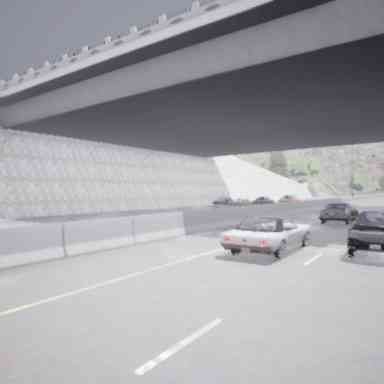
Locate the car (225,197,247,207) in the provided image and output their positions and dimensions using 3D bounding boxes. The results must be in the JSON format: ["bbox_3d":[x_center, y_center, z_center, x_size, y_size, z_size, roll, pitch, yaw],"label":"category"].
[{"bbox_3d":[7.291,1.486,50.163,1.895,1.301,4.718,0,0,35],"label":"car"}]

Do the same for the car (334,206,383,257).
[{"bbox_3d":[6.889,1.441,12.014,2.128,1.511,4.902,0,0,35],"label":"car"}]

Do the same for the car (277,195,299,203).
[{"bbox_3d":[13.601,1.213,47.003,2.097,1.767,4.553,0,0,35],"label":"car"}]

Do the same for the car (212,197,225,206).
[{"bbox_3d":[5.255,1.436,53.361,2.033,1.411,5.357,0,0,35],"label":"car"}]

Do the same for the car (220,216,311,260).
[{"bbox_3d":[2.978,1.566,12.506,1.895,1.301,4.718,0,0,35],"label":"car"}]

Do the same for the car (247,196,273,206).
[{"bbox_3d":[10.209,1.377,48.238,1.837,1.490,4.892,0,1,35],"label":"car"}]

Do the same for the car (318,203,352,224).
[{"bbox_3d":[10.421,1.462,23.473,2.033,1.411,5.357,0,0,35],"label":"car"}]
